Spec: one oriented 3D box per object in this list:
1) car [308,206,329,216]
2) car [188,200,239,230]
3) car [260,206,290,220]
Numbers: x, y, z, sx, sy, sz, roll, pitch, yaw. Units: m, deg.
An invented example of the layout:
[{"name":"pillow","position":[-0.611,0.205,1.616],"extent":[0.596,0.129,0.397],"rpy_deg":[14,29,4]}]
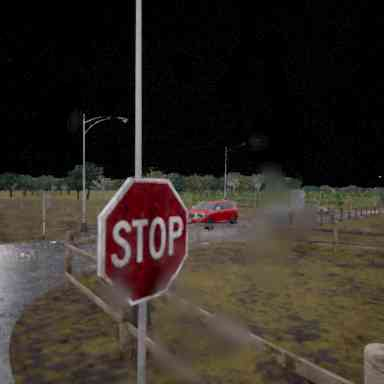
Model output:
[{"name":"car","position":[17.643,2.666,46.439],"extent":[1.994,1.385,4.181],"rpy_deg":[1,-1,37]},{"name":"car","position":[1.453,1.641,24.850],"extent":[2.150,2.045,5.566],"rpy_deg":[1,0,37]},{"name":"car","position":[8.840,2.221,34.752],"extent":[1.837,1.490,4.892],"rpy_deg":[1,-1,37]}]
